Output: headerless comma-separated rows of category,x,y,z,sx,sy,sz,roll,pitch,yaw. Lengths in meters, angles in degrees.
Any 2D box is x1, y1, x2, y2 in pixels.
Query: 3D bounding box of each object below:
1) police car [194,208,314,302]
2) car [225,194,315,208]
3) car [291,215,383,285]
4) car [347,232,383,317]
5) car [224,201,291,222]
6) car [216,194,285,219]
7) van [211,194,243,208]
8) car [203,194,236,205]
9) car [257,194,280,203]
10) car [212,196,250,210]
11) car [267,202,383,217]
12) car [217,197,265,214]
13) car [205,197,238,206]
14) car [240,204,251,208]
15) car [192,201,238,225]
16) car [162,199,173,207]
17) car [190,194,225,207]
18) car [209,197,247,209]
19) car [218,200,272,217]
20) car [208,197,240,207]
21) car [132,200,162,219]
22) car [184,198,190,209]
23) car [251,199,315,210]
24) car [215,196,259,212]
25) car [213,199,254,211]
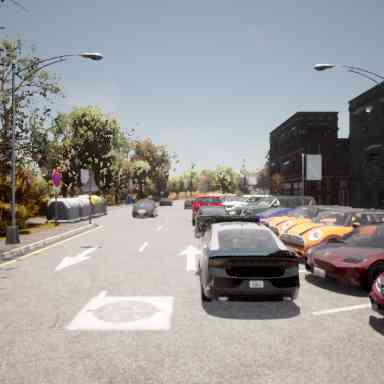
police car,1.133,1.428,8.469,1.930,1.638,5.238,0,0,0
car,5.247,1.251,20.644,5.566,2.045,2.435,1,0,-20
car,5.250,1.518,8.648,4.792,1.488,2.163,1,0,-20
car,5.289,1.527,5.656,4.674,1.452,2.002,1,0,-20
car,5.222,1.545,26.659,4.792,1.488,2.163,1,0,-20
car,5.225,1.271,29.661,5.566,2.045,2.435,1,0,-20
van,5.318,1.371,50.742,4.442,1.987,1.878,1,-1,-20
car,5.171,1.391,62.734,5.566,2.045,2.435,1,0,-20
car,18.074,1.464,78.777,2.435,2.045,5.566,0,0,-22
car,5.259,1.447,44.693,4.553,1.767,2.185,1,0,-20
car,5.303,1.366,11.668,4.553,1.767,2.185,1,0,-20
car,5.209,1.414,35.675,4.553,1.767,2.185,1,0,-20
car,5.006,1.613,56.639,5.366,1.575,1.946,1,0,-20
car,5.257,1.538,17.666,4.674,1.452,2.002,1,0,-20
car,1.108,1.491,18.359,1.882,1.535,5.008,0,0,0
car,-4.225,1.725,54.414,1.895,1.301,4.718,0,0,0
car,1.097,1.250,24.390,2.150,2.045,5.566,0,0,0
car,5.209,1.583,47.696,5.008,1.535,2.097,1,-1,-20
car,5.219,1.560,32.660,4.792,1.488,2.163,1,0,-20
car,5.200,1.647,53.698,4.674,1.452,2.002,1,0,-20
car,-4.168,1.529,29.748,2.128,1.511,4.902,0,0,0
car,-0.129,1.587,46.917,2.128,1.511,4.902,0,0,0
car,5.298,1.369,14.669,4.553,1.767,2.185,1,0,-20
car,5.205,1.424,38.676,4.553,1.767,2.185,1,0,-20
car,5.232,1.601,41.684,4.674,1.452,2.002,1,0,-20
